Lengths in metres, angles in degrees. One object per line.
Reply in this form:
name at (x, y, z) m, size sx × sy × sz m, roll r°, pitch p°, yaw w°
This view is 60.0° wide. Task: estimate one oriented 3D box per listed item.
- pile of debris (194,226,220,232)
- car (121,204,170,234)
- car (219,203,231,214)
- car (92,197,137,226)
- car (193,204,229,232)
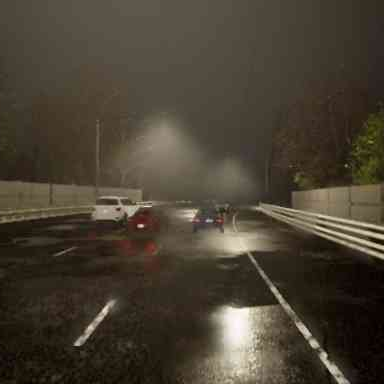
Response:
pile of debris at (0.951, 2.299, 20.622) m, size 1.500 × 0.140 × 1.860 m, roll 0°, pitch -1°, yaw 5°
car at (-2.486, 1.629, 19.725) m, size 1.812 × 1.442 × 4.674 m, roll 0°, pitch -1°, yaw 5°
car at (3.653, 2.026, 40.318) m, size 1.895 × 1.301 × 4.718 m, roll 0°, pitch -1°, yaw 10°
car at (-5.524, 1.373, 24.820) m, size 2.150 × 2.045 × 5.566 m, roll 0°, pitch -1°, yaw 6°
car at (1.111, 1.676, 20.989) m, size 2.033 × 1.411 × 5.357 m, roll 0°, pitch -1°, yaw 5°
